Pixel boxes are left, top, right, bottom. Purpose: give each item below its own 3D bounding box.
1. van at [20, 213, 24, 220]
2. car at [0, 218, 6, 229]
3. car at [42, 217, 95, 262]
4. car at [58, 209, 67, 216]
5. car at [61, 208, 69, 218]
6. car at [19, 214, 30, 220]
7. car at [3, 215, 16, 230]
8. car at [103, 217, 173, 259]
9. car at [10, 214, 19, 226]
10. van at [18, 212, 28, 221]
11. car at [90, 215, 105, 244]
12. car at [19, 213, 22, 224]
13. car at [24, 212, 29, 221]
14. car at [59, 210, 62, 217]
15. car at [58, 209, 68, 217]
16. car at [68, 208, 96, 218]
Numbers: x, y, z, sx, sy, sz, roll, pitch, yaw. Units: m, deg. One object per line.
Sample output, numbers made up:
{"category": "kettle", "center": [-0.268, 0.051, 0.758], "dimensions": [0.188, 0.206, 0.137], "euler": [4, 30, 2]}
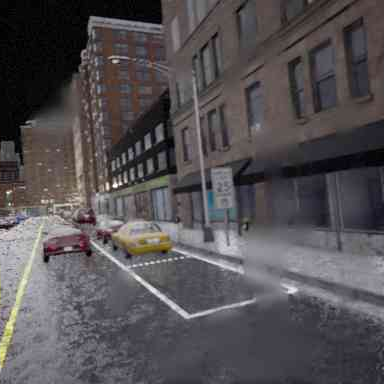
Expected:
{"category": "van", "center": [-29.678, 4.514, 55.587], "dimensions": [1.690, 1.788, 3.998], "euler": [-4, -1, -24]}
{"category": "car", "center": [-18.743, 3.464, 30.474], "dimensions": [2.008, 1.369, 4.403], "euler": [-4, -1, -24]}
{"category": "car", "center": [-5.695, 2.131, 15.075], "dimensions": [1.812, 1.442, 4.674], "euler": [-4, -1, -22]}
{"category": "car", "center": [-32.801, 5.259, 84.112], "dimensions": [1.967, 1.590, 4.097], "euler": [-4, -1, -24]}
{"category": "car", "center": [-19.764, 3.783, 54.130], "dimensions": [1.752, 1.417, 4.829], "euler": [-4, -1, -24]}
{"category": "car", "center": [-40.575, 6.029, 80.695], "dimensions": [1.887, 1.381, 4.507], "euler": [-4, -1, -24]}
{"category": "car", "center": [-23.111, 3.954, 40.518], "dimensions": [1.887, 1.381, 4.507], "euler": [-4, -1, -24]}
{"category": "car", "center": [-2.291, 1.807, 13.951], "dimensions": [1.752, 1.417, 4.829], "euler": [-4, -1, -24]}
{"category": "car", "center": [-25.304, 4.102, 45.542], "dimensions": [1.967, 1.590, 4.097], "euler": [-4, -1, -24]}
{"category": "van", "center": [-38.409, 5.562, 75.676], "dimensions": [1.690, 1.788, 3.998], "euler": [-4, -1, -24]}
{"category": "car", "center": [-4.403, 2.096, 18.817], "dimensions": [1.802, 1.307, 4.206], "euler": [-4, -1, -24]}
{"category": "car", "center": [-27.412, 4.433, 50.406], "dimensions": [1.752, 1.417, 4.829], "euler": [-4, -1, -24]}
{"category": "car", "center": [-36.209, 5.522, 70.650], "dimensions": [1.947, 1.339, 4.313], "euler": [-4, -1, -24]}
{"category": "car", "center": [-21.879, 4.058, 58.998], "dimensions": [2.008, 1.369, 4.403], "euler": [-4, -1, -24]}
{"category": "car", "center": [-30.619, 4.995, 79.090], "dimensions": [1.967, 1.590, 4.097], "euler": [-4, -1, -24]}
{"category": "car", "center": [-10.978, 2.563, 33.889], "dimensions": [2.192, 1.841, 5.009], "euler": [-4, -1, -24]}
